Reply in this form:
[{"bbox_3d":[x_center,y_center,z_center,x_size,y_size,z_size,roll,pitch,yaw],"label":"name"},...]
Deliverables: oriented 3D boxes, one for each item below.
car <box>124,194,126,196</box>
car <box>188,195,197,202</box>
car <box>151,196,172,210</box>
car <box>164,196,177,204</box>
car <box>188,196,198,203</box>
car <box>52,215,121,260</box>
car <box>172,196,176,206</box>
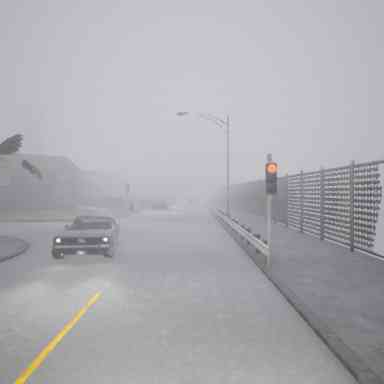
[{"bbox_3d":[-17.212,1.134,78.245,3.633,1.501,1.845,0,0,0],"label":"car"},{"bbox_3d":[0.066,1.540,78.648,2.033,1.411,5.357,0,0,0],"label":"car"},{"bbox_3d":[-4.062,1.478,42.801,1.882,1.535,5.008,0,0,0],"label":"car"},{"bbox_3d":[-4.005,1.547,62.975,2.033,1.411,5.357,0,0,0],"label":"car"},{"bbox_3d":[0.161,1.547,68.020,2.033,1.411,5.357,0,0,-1],"label":"car"},{"bbox_3d":[-3.790,1.601,12.636,1.895,1.301,4.718,0,0,-9],"label":"car"},{"bbox_3d":[-4.047,1.505,52.519,1.837,1.490,4.892,0,0,0],"label":"car"}]
